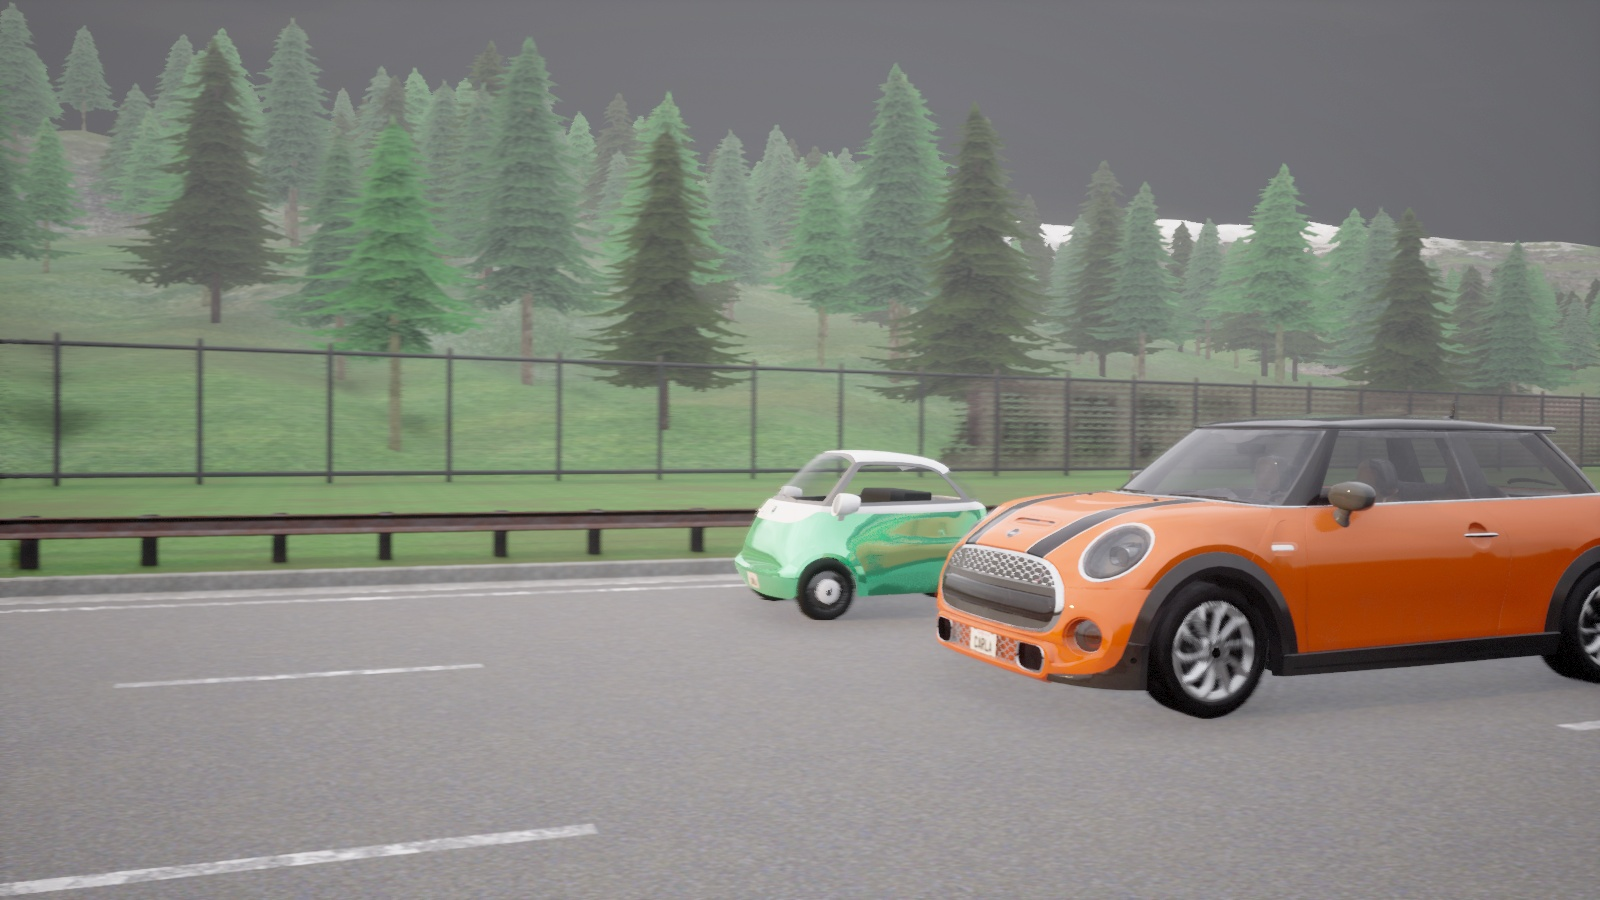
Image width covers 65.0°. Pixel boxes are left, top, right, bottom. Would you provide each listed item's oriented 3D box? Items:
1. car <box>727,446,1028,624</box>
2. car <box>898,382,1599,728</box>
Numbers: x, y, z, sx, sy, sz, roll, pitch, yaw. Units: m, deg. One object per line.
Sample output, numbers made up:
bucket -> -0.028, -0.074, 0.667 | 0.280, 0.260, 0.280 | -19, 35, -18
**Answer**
car -> 0.643, 0.667, 10.971 | 2.207, 1.376, 1.481 | -1, 1, -21
car -> 3.163, 0.488, 8.182 | 4.553, 1.767, 2.097 | -1, 1, -21
